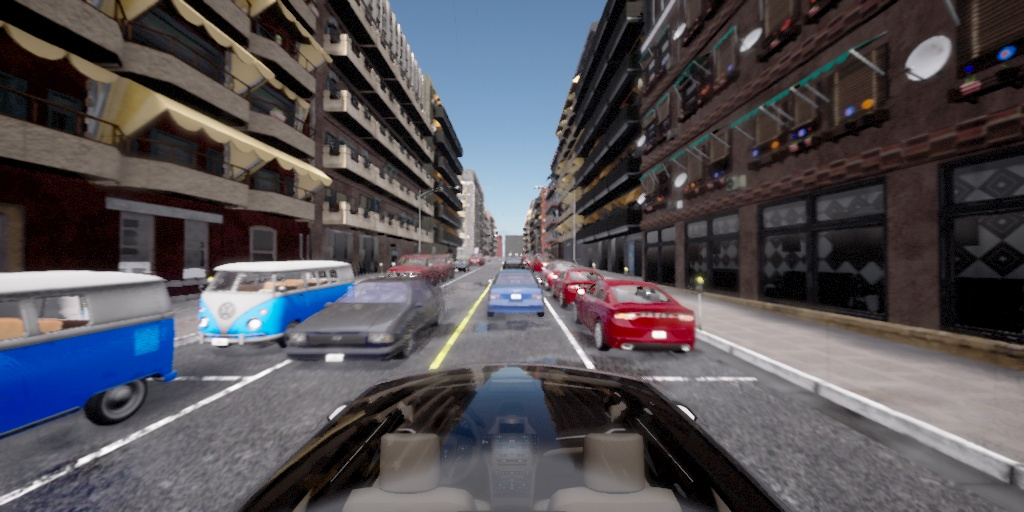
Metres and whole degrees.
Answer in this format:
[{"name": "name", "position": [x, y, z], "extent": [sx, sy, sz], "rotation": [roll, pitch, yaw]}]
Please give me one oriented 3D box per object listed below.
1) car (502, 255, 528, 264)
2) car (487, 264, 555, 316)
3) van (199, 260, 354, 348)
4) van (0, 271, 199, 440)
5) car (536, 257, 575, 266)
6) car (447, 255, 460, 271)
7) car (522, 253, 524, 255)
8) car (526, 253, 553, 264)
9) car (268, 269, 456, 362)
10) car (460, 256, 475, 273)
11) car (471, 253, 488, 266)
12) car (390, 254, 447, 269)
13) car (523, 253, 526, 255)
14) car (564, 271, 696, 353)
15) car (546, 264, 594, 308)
[{"name": "car", "position": [0.145, 0.918, 30.715], "extent": [1.882, 1.535, 5.008], "rotation": [0, 1, 0]}, {"name": "car", "position": [0.117, 1.176, 12.707], "extent": [2.033, 1.411, 5.357], "rotation": [0, 1, 0]}, {"name": "van", "position": [-5.306, 1.010, 8.609], "extent": [1.690, 1.789, 3.998], "rotation": [0, 0, 0]}, {"name": "van", "position": [-5.314, 1.072, 3.078], "extent": [1.690, 1.789, 3.998], "rotation": [0, 0, 0]}, {"name": "car", "position": [2.602, 0.997, 19.595], "extent": [1.967, 1.591, 4.097], "rotation": [0, 0, 0]}, {"name": "car", "position": [-5.279, 0.807, 25.198], "extent": [2.192, 1.841, 5.009], "rotation": [0, 0, 0]}, {"name": "car", "position": [2.631, 0.459, 63.842], "extent": [2.192, 1.841, 5.009], "rotation": [0, 0, 0]}, {"name": "car", "position": [2.578, 0.757, 30.656], "extent": [2.192, 1.841, 5.009], "rotation": [0, 0, 0]}, {"name": "car", "position": [-2.840, 1.221, 8.415], "extent": [2.033, 1.411, 5.357], "rotation": [0, 1, 0]}, {"name": "car", "position": [-5.261, 0.947, 36.260], "extent": [1.948, 1.339, 4.313], "rotation": [0, 0, 0]}, {"name": "car", "position": [-5.234, 0.544, 52.848], "extent": [2.192, 1.841, 5.009], "rotation": [0, 0, 0]}, {"name": "car", "position": [-5.288, 0.865, 19.668], "extent": [2.192, 1.841, 5.009], "rotation": [0, 0, 0]}, {"name": "car", "position": [2.596, 0.775, 41.718], "extent": [1.967, 1.591, 4.097], "rotation": [0, 0, 0]}, {"name": "car", "position": [2.577, 1.221, 8.535], "extent": [1.888, 1.381, 4.507], "rotation": [0, 0, 0]}, {"name": "car", "position": [2.586, 1.161, 14.064], "extent": [1.888, 1.381, 4.507], "rotation": [0, 0, 0]}]
